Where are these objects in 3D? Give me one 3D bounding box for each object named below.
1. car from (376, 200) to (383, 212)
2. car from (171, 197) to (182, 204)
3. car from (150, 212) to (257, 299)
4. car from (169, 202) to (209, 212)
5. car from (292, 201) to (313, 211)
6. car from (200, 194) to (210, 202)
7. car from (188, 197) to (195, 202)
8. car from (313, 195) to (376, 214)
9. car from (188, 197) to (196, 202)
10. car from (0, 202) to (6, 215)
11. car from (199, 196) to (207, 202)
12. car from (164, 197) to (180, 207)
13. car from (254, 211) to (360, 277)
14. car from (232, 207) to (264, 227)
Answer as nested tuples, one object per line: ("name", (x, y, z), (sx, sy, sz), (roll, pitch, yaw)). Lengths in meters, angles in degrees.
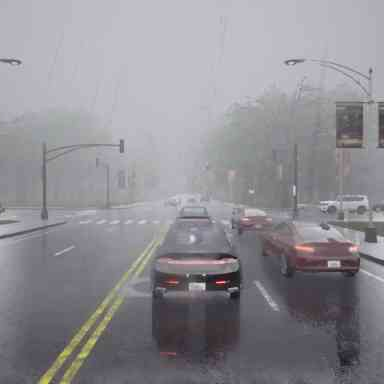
("car", (23.958, 1.695, 40.817), (5.008, 1.535, 1.882), (0, 0, 0))
("car", (-3.322, 1.846, 73.436), (2.128, 1.511, 4.902), (0, -1, 0))
("car", (0.092, 1.496, 8.421), (2.128, 1.511, 4.902), (0, 0, 0))
("car", (0.084, 1.517, 17.829), (2.128, 1.511, 4.902), (0, 0, 0))
("car", (14.826, 1.772, 40.736), (4.718, 1.301, 1.895), (0, 0, 0))
("car", (3.169, 1.642, 82.534), (2.150, 2.045, 5.566), (0, -1, 0))
("car", (-0.093, 1.965, 92.918), (1.994, 1.385, 4.181), (0, -1, 0))
("car", (17.070, 1.399, 37.512), (5.566, 2.045, 2.150), (0, 0, -1))
("car", (-0.081, 1.893, 82.464), (1.882, 1.535, 5.008), (0, -1, 0))
("car", (-20.171, 1.223, 30.493), (5.566, 2.045, 2.150), (0, 0, -1))
("car", (3.157, 1.952, 92.921), (2.033, 1.411, 5.357), (0, -1, 0))
("car", (-3.398, 1.715, 53.672), (2.033, 1.411, 5.357), (0, 0, 0))
("car", (3.336, 1.533, 10.138), (1.812, 1.442, 4.674), (0, 0, 0))
("car", (3.342, 1.555, 18.947), (1.812, 1.442, 4.674), (0, 0, 1))
